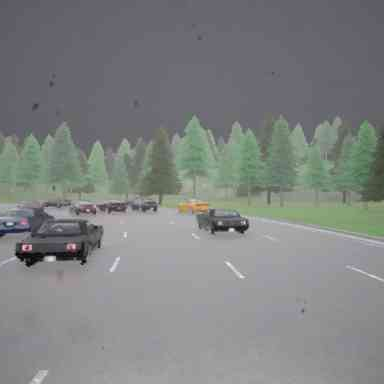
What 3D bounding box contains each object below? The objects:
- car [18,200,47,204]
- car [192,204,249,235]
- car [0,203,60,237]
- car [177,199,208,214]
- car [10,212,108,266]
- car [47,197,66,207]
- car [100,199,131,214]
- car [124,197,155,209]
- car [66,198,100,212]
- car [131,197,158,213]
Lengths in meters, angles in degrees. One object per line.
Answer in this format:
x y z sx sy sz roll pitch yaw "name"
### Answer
-17.572 1.563 35.834 1.994 1.385 4.181 0 0 -41 "car"
1.549 1.600 18.905 1.895 1.301 4.718 0 0 -11 "car"
-8.941 1.547 18.030 2.033 1.411 5.357 0 0 -10 "car"
0.111 1.477 34.937 1.882 1.535 5.008 0 0 -26 "car"
-4.312 1.601 11.634 1.895 1.301 4.718 0 0 -7 "car"
-18.678 1.491 46.207 4.902 1.511 2.128 0 0 35 "car"
-8.675 1.477 35.672 1.882 1.535 5.008 0 0 -32 "car"
-7.250 1.504 45.634 1.837 1.490 4.892 0 0 -43 "car"
-10.786 1.526 32.689 1.812 1.442 4.674 0 0 -31 "car"
-5.567 1.504 37.680 1.837 1.490 4.892 0 0 -32 "car"
